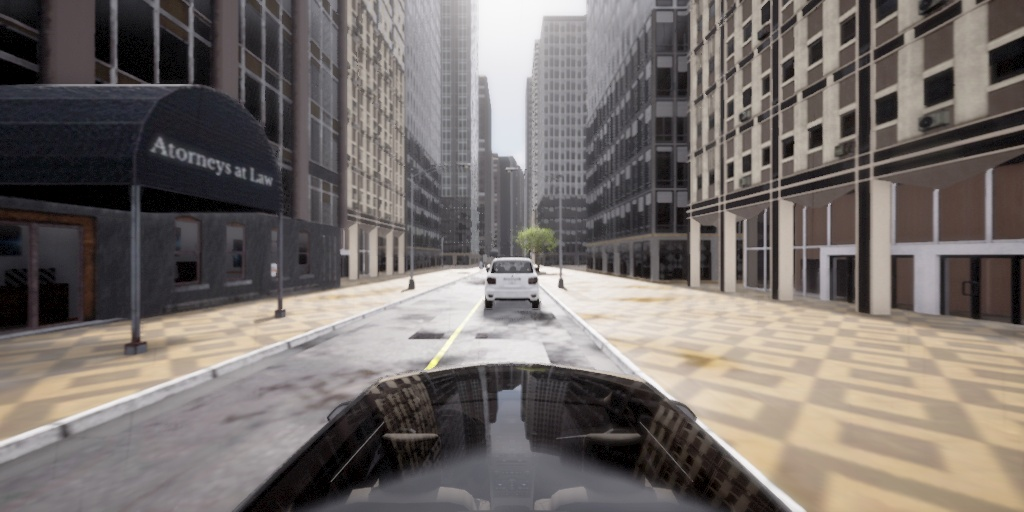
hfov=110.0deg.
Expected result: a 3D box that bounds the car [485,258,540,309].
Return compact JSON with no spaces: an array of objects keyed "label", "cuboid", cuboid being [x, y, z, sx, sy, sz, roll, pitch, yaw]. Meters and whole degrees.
[{"label":"car","cuboid":[0.010,1.106,15.860,2.150,2.045,5.566,0,0,0]}]
